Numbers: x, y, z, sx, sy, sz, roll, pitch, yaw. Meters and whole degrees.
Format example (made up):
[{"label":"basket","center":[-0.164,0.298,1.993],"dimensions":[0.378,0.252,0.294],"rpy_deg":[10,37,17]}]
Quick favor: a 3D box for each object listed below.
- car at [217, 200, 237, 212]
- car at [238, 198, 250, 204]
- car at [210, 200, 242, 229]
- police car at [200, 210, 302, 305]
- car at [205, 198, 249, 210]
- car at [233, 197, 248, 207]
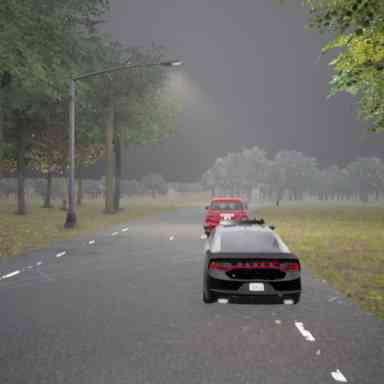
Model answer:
[{"label":"car","center":[4.799,1.893,44.740],"dimensions":[2.033,1.411,5.357],"rpy_deg":[0,-1,13]},{"label":"car","center":[12.993,2.288,83.525],"dimensions":[1.882,1.535,5.008],"rpy_deg":[0,-1,22]},{"label":"car","center":[2.455,1.516,24.008],"dimensions":[2.097,1.767,4.553],"rpy_deg":[0,0,6]},{"label":"police car","center":[1.238,1.473,8.395],"dimensions":[1.930,1.638,5.238],"rpy_deg":[0,0,2]},{"label":"car","center":[1.871,1.344,18.171],"dimensions":[2.150,2.045,5.566],"rpy_deg":[0,0,5]},{"label":"car","center":[9.100,1.906,62.023],"dimensions":[2.097,1.767,4.553],"rpy_deg":[0,-1,17]}]
